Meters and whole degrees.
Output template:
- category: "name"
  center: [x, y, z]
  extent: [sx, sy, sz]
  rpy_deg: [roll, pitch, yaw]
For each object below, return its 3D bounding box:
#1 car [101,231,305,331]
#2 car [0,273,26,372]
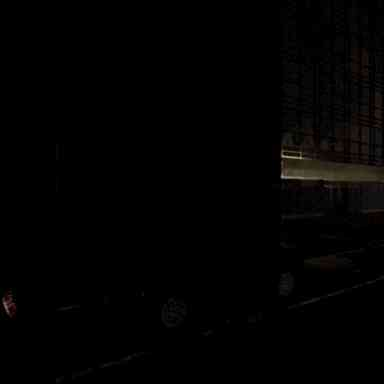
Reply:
- category: "car"
  center: [0.426, 1.543, 6.839]
  extent: [4.507, 1.381, 1.887]
  rpy_deg: [0, 0, -36]
- category: "car"
  center: [-4.162, 1.442, 3.562]
  extent: [4.097, 1.590, 1.967]
  rpy_deg: [0, 0, -36]
